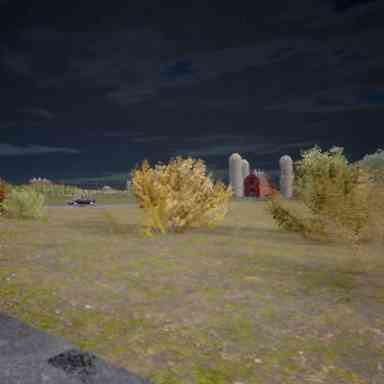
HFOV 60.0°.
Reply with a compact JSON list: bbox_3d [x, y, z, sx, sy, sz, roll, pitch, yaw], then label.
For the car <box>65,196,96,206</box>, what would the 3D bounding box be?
[{"bbox_3d":[-17.067,1.408,51.071,1.837,1.490,4.892,0,-1,36],"label":"car"}]
